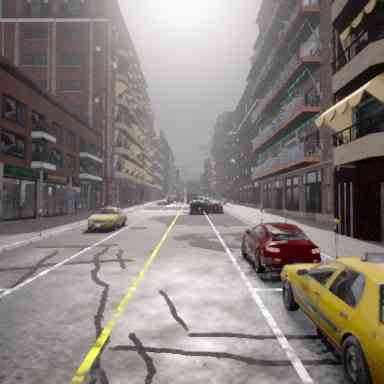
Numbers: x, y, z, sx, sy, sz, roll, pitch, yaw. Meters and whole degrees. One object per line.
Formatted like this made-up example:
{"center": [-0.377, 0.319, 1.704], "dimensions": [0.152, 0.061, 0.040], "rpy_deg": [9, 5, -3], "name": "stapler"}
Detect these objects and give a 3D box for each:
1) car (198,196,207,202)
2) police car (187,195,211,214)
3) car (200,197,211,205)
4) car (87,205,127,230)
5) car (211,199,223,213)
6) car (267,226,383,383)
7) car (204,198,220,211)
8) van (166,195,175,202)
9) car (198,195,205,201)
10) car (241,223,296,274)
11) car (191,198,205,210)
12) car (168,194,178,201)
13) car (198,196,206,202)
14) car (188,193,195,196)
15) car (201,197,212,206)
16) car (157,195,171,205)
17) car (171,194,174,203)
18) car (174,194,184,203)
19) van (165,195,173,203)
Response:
{"center": [2.584, 1.754, 82.115], "dimensions": [1.887, 1.381, 4.507], "rpy_deg": [1, 0, 0], "name": "car"}
{"center": [0.714, 1.474, 36.646], "dimensions": [1.930, 1.638, 5.238], "rpy_deg": [0, 0, 0], "name": "police car"}
{"center": [2.583, 1.691, 65.523], "dimensions": [2.008, 1.369, 4.403], "rpy_deg": [1, 0, 0], "name": "car"}
{"center": [-5.294, 1.544, 21.177], "dimensions": [1.752, 1.417, 4.829], "rpy_deg": [2, 0, 0], "name": "car"}
{"center": [2.584, 1.597, 37.869], "dimensions": [1.887, 1.381, 4.507], "rpy_deg": [1, 0, 0], "name": "car"}
{"center": [2.586, 1.527, 4.860], "dimensions": [1.752, 1.417, 4.829], "rpy_deg": [2, 0, 0], "name": "car"}
{"center": [2.585, 1.592, 43.571], "dimensions": [1.752, 1.417, 4.829], "rpy_deg": [1, 0, 0], "name": "car"}
{"center": [-5.292, 1.551, 82.177], "dimensions": [1.690, 1.788, 3.998], "rpy_deg": [1, 0, 0], "name": "van"}
{"center": [2.593, 1.706, 93.177], "dimensions": [1.967, 1.590, 4.097], "rpy_deg": [1, 0, 0], "name": "car"}
{"center": [2.584, 1.588, 10.219], "dimensions": [1.802, 1.307, 4.206], "rpy_deg": [1, 0, 0], "name": "car"}
{"center": [0.824, 1.586, 46.539], "dimensions": [1.837, 1.490, 4.892], "rpy_deg": [0, 0, 0], "name": "car"}
{"center": [-5.292, 1.581, 93.238], "dimensions": [2.192, 1.841, 5.009], "rpy_deg": [1, 0, 0], "name": "car"}
{"center": [2.583, 1.781, 87.645], "dimensions": [1.887, 1.381, 4.507], "rpy_deg": [1, 0, 0], "name": "car"}
{"center": [0.000, 1.299, 73.111], "dimensions": [2.150, 2.045, 5.566], "rpy_deg": [0, 0, 0], "name": "car"}
{"center": [2.584, 1.665, 59.991], "dimensions": [1.887, 1.381, 4.507], "rpy_deg": [1, 0, 0], "name": "car"}
{"center": [-5.296, 1.645, 59.884], "dimensions": [1.752, 1.417, 4.829], "rpy_deg": [2, 0, 0], "name": "car"}
{"center": [-5.290, 1.455, 65.587], "dimensions": [2.192, 1.841, 5.009], "rpy_deg": [2, 0, 0], "name": "car"}
{"center": [-2.751, 1.639, 75.993], "dimensions": [1.837, 1.490, 4.892], "rpy_deg": [0, 0, 0], "name": "car"}
{"center": [-5.291, 1.525, 76.645], "dimensions": [1.690, 1.788, 3.998], "rpy_deg": [2, 0, 0], "name": "van"}
